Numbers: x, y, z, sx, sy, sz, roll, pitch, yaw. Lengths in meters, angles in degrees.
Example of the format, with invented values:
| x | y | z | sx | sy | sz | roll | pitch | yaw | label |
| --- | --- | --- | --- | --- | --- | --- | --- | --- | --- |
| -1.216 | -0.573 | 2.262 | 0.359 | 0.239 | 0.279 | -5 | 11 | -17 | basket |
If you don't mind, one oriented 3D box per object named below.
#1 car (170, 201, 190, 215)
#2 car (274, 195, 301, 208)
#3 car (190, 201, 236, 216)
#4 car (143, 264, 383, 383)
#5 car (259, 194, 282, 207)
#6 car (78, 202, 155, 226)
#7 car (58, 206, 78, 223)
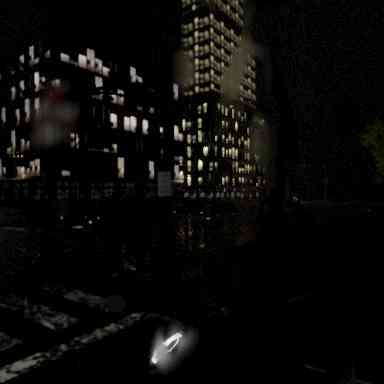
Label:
| x | y | z | sx | sy | sz | roll | pitch | yaw | label |
| --- | --- | --- | --- | --- | --- | --- | --- | --- | --- |
| -0.166 | 1.623 | 35.440 | 2.033 | 1.411 | 5.357 | -1 | -1 | 37 | car |
| 14.628 | 1.548 | 49.528 | 2.128 | 1.511 | 4.902 | -1 | -1 | 37 | car |
| 2.496 | 1.581 | 33.574 | 2.033 | 1.411 | 5.357 | -1 | -1 | 37 | car |
| 1.763 | 1.352 | 2.426 | 4.553 | 1.767 | 2.097 | 0 | 0 | 36 | car |
| 12.571 | 1.323 | 52.190 | 2.150 | 2.045 | 5.566 | -1 | -1 | 37 | car |
| -4.978 | 1.566 | 23.661 | 2.033 | 1.411 | 5.357 | -1 | -1 | 37 | car |
| -7.714 | 1.551 | 25.429 | 2.128 | 1.511 | 4.902 | -1 | -1 | 37 | car |
